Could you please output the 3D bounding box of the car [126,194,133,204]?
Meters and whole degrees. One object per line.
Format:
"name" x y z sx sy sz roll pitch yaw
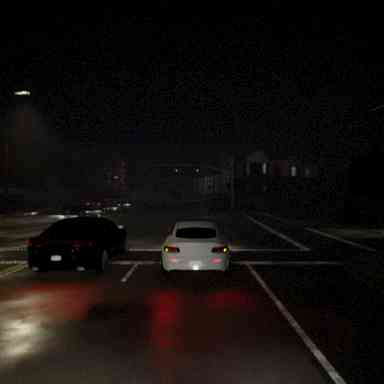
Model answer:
"car" -13.992 1.379 70.490 2.150 2.045 5.566 0 1 0

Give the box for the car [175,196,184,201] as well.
"car" -3.490 1.813 93.455 2.128 1.511 4.902 0 -2 0

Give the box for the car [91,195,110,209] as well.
"car" -14.078 1.733 49.235 2.097 1.767 4.553 0 0 0

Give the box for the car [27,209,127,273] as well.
"car" -3.405 1.526 10.821 1.882 1.535 5.008 0 0 0

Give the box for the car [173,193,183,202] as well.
"car" -3.491 1.347 82.761 2.150 2.045 5.566 0 0 0

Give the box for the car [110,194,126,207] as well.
"car" -14.012 1.530 59.753 2.150 2.045 5.566 0 1 0

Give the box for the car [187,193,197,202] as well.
"car" 0.010 1.344 83.063 2.150 2.045 5.566 0 -1 0

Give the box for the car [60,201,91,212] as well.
"car" -14.099 1.932 39.968 1.895 1.301 4.718 0 -1 0

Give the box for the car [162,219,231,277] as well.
"car" 0.151 1.568 10.256 1.812 1.442 4.674 0 0 1

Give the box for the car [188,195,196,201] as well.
"car" 0.010 1.645 93.460 2.128 1.511 4.902 0 -2 0
